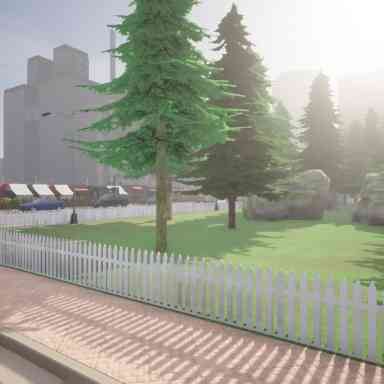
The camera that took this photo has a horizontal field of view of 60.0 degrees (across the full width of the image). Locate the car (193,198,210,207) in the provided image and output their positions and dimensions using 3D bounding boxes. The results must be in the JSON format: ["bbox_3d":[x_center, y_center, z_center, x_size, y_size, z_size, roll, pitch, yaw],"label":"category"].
[{"bbox_3d":[2.205,1.601,52.279,1.895,1.301,4.718,0,0,34],"label":"car"}]

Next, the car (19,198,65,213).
[{"bbox_3d":[-16.695,1.478,37.154,1.882,1.535,5.008,0,0,34],"label":"car"}]

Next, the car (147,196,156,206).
[{"bbox_3d":[-5.257,1.352,54.017,2.097,1.767,4.553,0,0,34],"label":"car"}]

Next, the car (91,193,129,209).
[{"bbox_3d":[-11.047,1.221,45.513,2.150,2.045,5.566,0,0,34],"label":"car"}]
